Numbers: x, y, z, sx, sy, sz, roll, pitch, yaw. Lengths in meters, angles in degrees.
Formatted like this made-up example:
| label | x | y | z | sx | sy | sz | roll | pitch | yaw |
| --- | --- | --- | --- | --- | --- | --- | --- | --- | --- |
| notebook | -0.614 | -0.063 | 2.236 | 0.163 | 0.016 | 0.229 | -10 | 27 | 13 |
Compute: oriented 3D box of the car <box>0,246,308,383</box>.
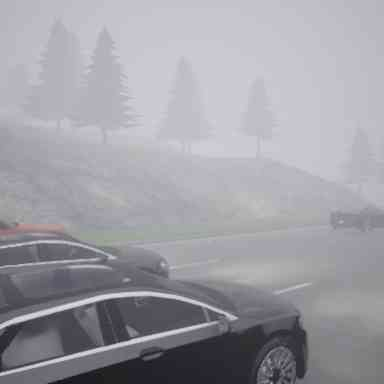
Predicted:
| label | x | y | z | sx | sy | sz | roll | pitch | yaw |
| --- | --- | --- | --- | --- | --- | --- | --- | --- | --- |
| car | -0.855 | 1.502 | 3.282 | 4.902 | 1.511 | 2.128 | 0 | 0 | -36 |

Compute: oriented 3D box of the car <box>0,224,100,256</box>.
| label | x | y | z | sx | sy | sz | roll | pitch | yaw |
| --- | --- | --- | --- | --- | --- | --- | --- | --- | --- |
| car | -2.709 | 1.512 | 6.260 | 4.902 | 1.511 | 2.128 | 0 | 0 | -36 |

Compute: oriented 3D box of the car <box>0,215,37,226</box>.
| label | x | y | z | sx | sy | sz | roll | pitch | yaw |
| --- | --- | --- | --- | --- | --- | --- | --- | --- | --- |
| car | -5.890 | 1.248 | 8.215 | 5.566 | 2.045 | 2.150 | 0 | 0 | -35 |

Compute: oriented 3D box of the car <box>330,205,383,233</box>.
| label | x | y | z | sx | sy | sz | roll | pitch | yaw |
| --- | --- | --- | --- | --- | --- | --- | --- | --- | --- |
| car | 10.383 | 1.532 | 20.204 | 5.008 | 1.535 | 1.882 | 0 | 0 | -37 |
